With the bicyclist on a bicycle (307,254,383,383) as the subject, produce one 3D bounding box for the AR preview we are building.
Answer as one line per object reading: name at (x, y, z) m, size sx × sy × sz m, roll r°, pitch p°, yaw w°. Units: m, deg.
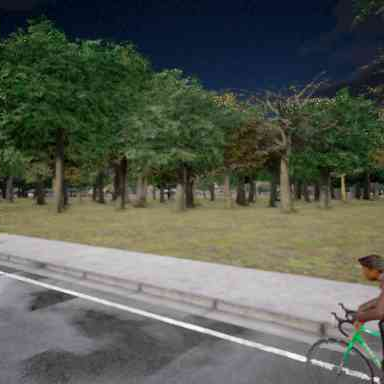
bicyclist on a bicycle at (1.952, 1.454, 3.268) m, size 1.656 × 1.620 × 0.582 m, roll 0°, pitch 0°, yaw 35°
